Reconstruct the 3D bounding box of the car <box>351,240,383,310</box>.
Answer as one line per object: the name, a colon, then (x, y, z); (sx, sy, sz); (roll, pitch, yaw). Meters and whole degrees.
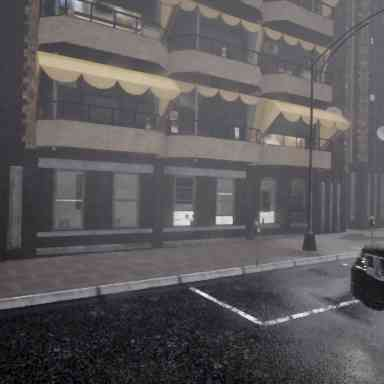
car: (5.610, 1.263, 6.580); (5.566, 2.045, 2.150); (0, 0, -30)
